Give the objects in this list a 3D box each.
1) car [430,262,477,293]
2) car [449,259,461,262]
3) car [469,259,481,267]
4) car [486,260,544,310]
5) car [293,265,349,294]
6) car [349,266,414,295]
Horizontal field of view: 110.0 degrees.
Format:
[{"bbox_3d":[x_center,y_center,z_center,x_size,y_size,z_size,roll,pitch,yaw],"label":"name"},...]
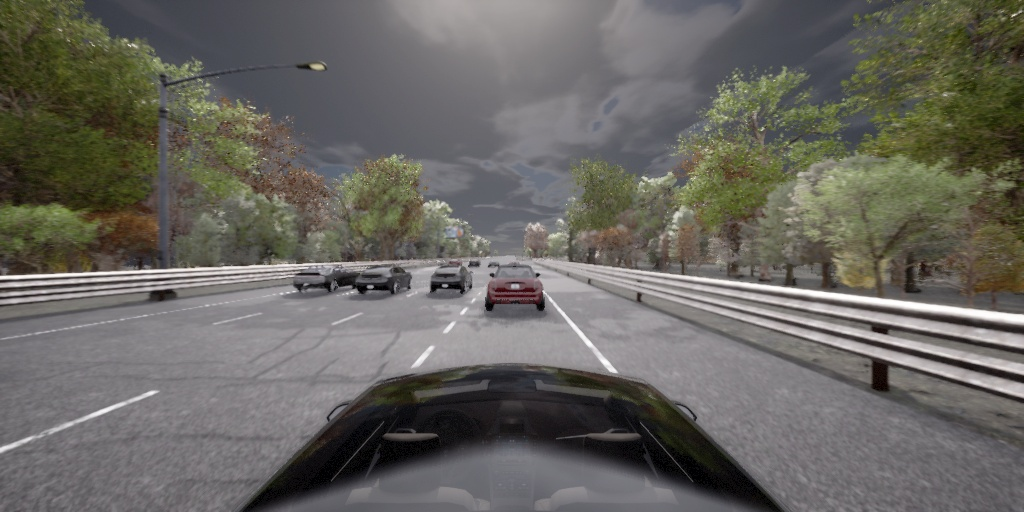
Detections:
[{"bbox_3d":[-3.359,1.255,20.508,1.837,1.490,4.892,0,0,0],"label":"car"},{"bbox_3d":[-10.137,1.237,64.255,1.882,1.535,5.008,0,0,0],"label":"car"},{"bbox_3d":[-6.634,1.238,64.766,1.882,1.535,5.008,0,0,0],"label":"car"},{"bbox_3d":[0.120,1.102,14.844,2.097,1.767,4.553,0,0,0],"label":"car"},{"bbox_3d":[-10.361,1.241,20.494,2.128,1.511,4.902,0,0,0],"label":"car"},{"bbox_3d":[-6.862,1.255,19.830,1.837,1.490,4.892,0,0,0],"label":"car"}]
